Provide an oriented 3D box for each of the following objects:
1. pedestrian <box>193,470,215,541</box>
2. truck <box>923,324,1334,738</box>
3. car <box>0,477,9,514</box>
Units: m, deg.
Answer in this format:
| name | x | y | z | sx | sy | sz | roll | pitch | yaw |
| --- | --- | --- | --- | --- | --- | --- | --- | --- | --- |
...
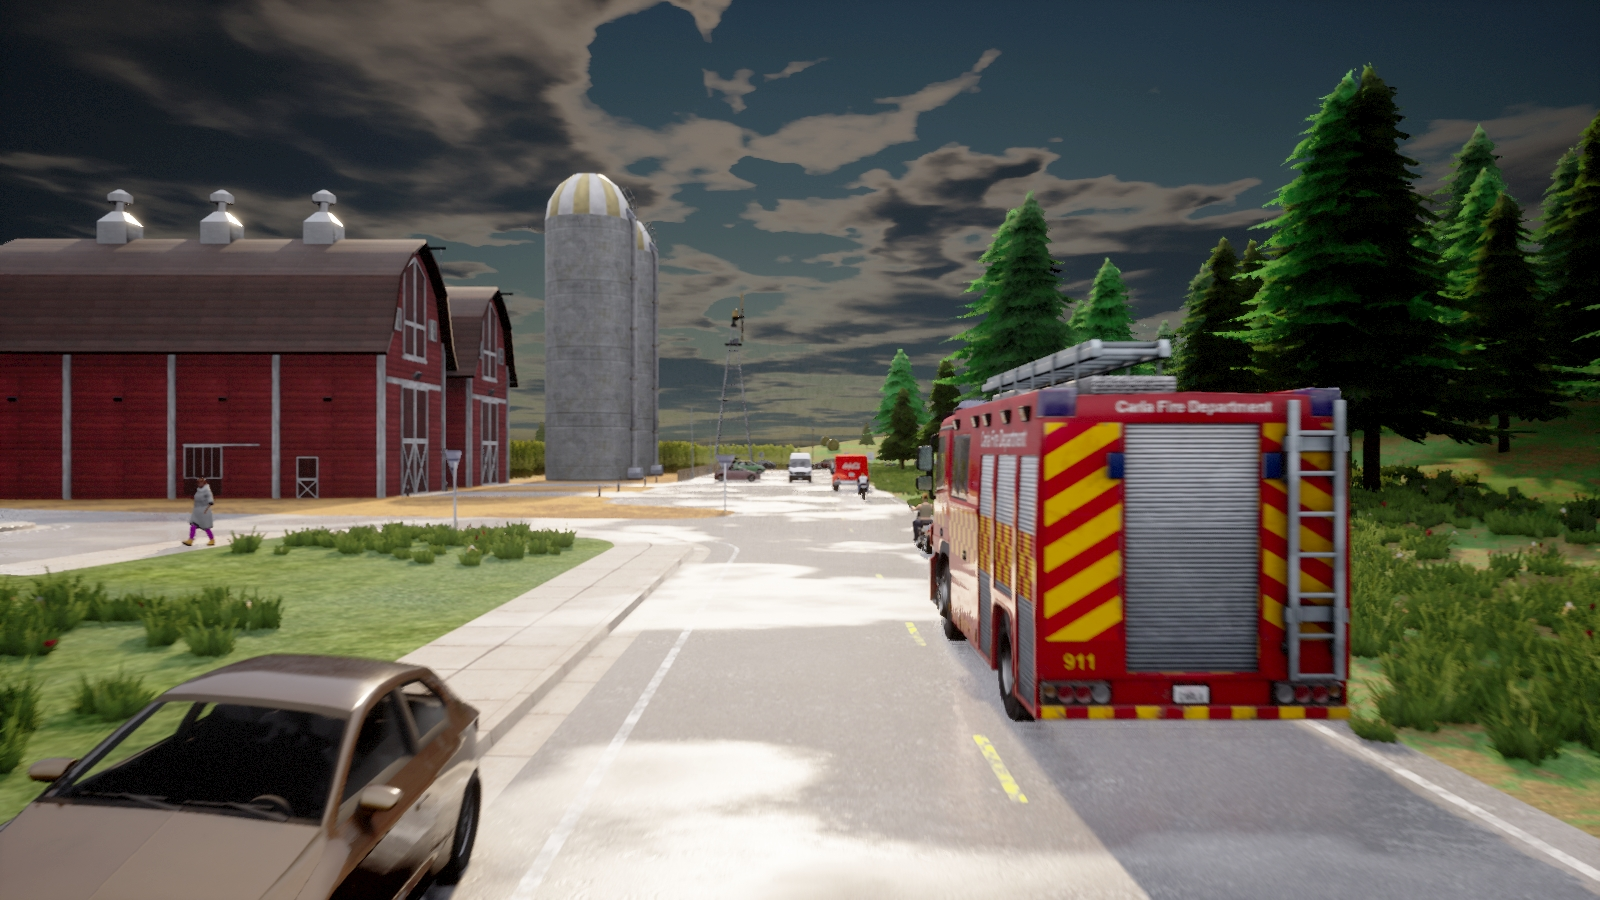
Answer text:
| name | x | y | z | sx | sy | sz | roll | pitch | yaw |
| --- | --- | --- | --- | --- | --- | --- | --- | --- | --- |
| pedestrian | -15.815 | 1.470 | 30.330 | 0.375 | 1.860 | 0.375 | 0 | 0 | 23 |
| truck | 3.498 | 0.751 | 14.799 | 2.891 | 3.827 | 8.468 | 0 | 0 | 0 |
| car | -35.856 | 1.918 | 47.758 | 4.902 | 1.511 | 2.128 | 0 | 0 | 19 |
